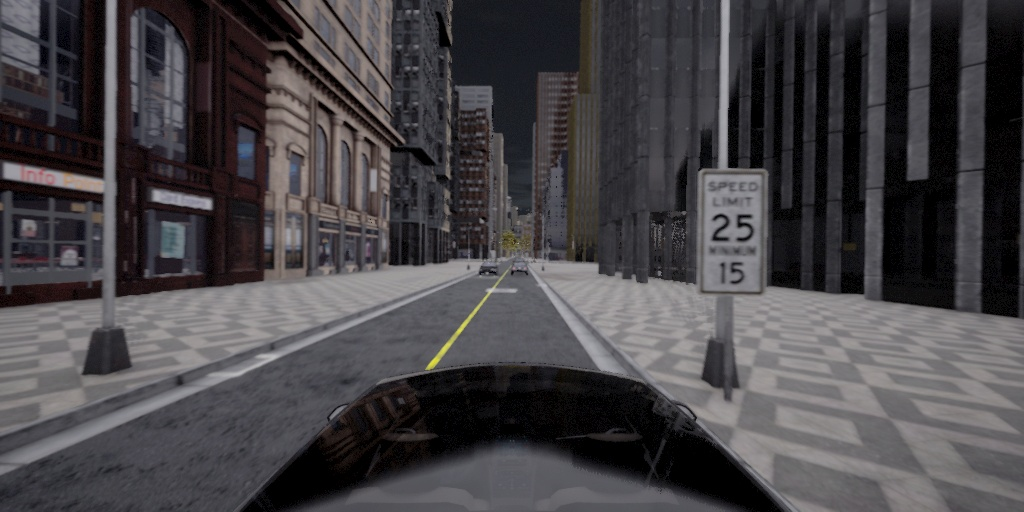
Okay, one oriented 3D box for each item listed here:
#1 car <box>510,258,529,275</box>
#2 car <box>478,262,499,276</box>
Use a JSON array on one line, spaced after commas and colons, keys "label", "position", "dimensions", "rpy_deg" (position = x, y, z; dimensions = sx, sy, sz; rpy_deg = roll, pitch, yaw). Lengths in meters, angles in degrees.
[{"label": "car", "position": [0.803, 1.279, 38.647], "dimensions": [2.033, 1.411, 5.357], "rpy_deg": [1, 0, 1]}, {"label": "car", "position": [-2.325, 1.292, 37.308], "dimensions": [2.033, 1.411, 5.357], "rpy_deg": [1, 0, 1]}]
